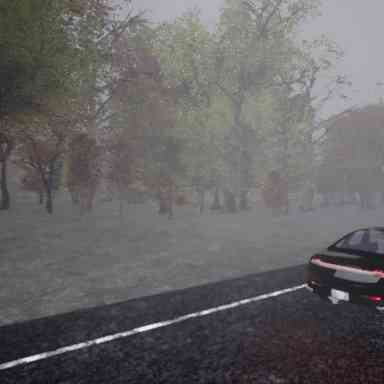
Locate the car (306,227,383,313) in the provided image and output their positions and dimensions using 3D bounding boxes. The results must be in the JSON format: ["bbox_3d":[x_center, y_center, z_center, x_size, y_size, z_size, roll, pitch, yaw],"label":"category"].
[{"bbox_3d":[4.417,1.480,6.898,4.902,1.511,2.128,0,0,-35],"label":"car"}]
